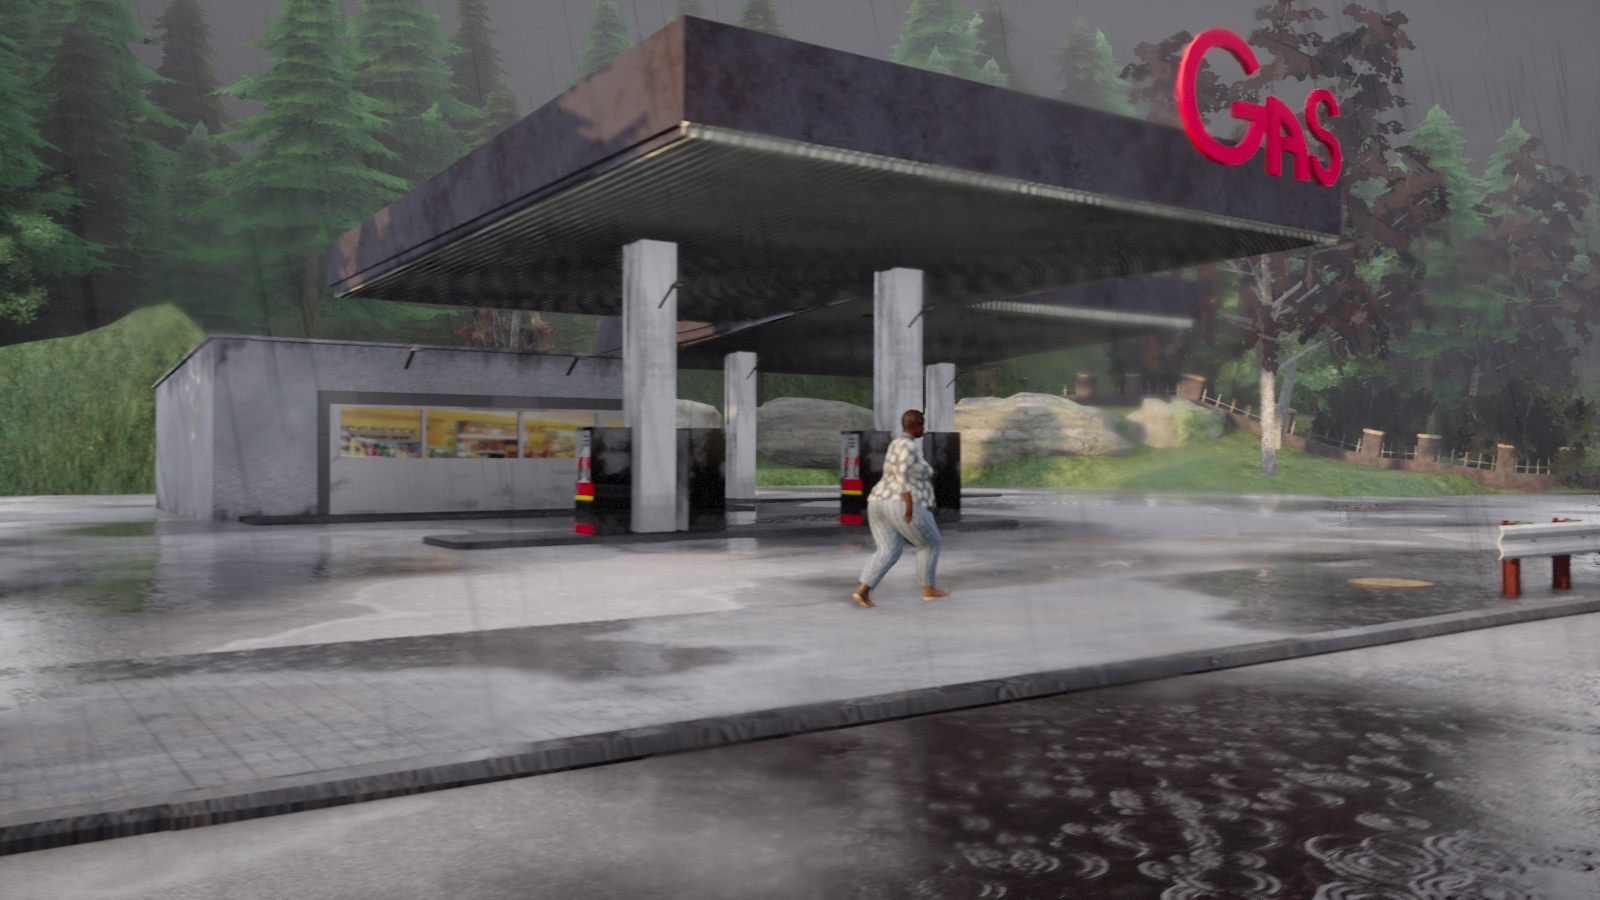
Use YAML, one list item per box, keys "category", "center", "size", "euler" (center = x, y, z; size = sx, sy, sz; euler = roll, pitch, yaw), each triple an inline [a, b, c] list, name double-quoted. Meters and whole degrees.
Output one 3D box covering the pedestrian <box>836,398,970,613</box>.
- category: "pedestrian"
  center: [0.924, 0.480, 11.399]
  size: [0.900, 1.855, 0.874]
  euler: [0, 0, -23]
